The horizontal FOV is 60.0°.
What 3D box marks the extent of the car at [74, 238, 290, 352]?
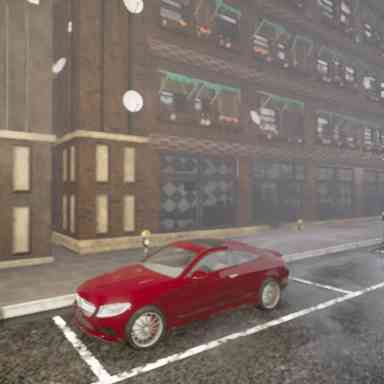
[{"bbox_3d":[0.048,1.554,6.095,4.206,1.307,1.802,-1,1,-35],"label":"car"}]
